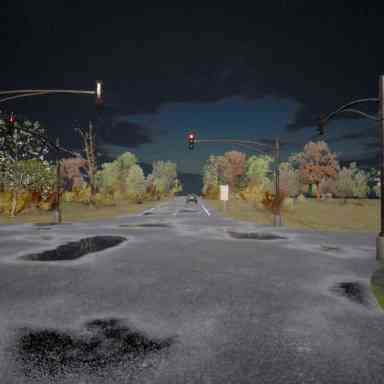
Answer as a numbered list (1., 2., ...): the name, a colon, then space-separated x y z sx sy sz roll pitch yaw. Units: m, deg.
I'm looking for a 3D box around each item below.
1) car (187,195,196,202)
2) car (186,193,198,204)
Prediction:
1. car: -0.035 1.473 77.990 2.033 1.411 5.357 0 0 0
2. car: -0.030 1.300 67.599 2.150 2.045 5.566 0 0 0
